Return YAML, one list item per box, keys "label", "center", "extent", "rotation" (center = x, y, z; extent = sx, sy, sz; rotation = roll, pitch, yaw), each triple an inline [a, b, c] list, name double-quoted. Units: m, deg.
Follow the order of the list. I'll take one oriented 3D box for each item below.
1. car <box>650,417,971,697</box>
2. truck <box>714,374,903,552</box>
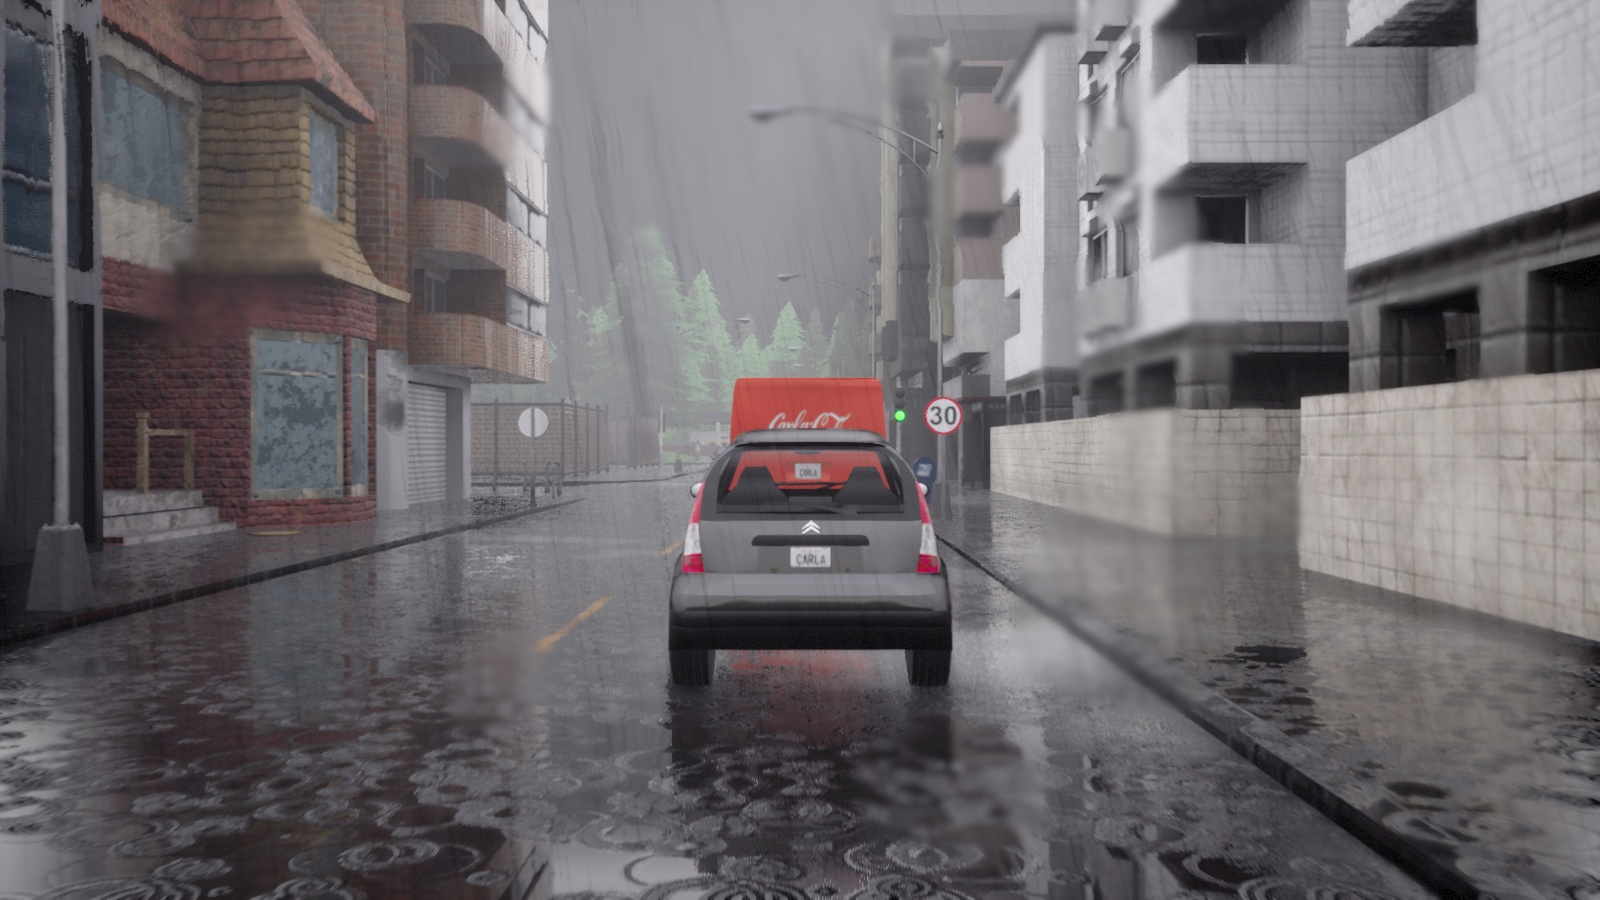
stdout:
- label: "car"
  center: [0.068, 0.607, 9.239]
  extent: [1.851, 1.617, 3.988]
  rotation: [0, 0, 0]
- label: "truck"
  center: [0.129, 0.177, 20.011]
  extent: [2.627, 2.467, 5.204]
  rotation: [0, 0, 0]
